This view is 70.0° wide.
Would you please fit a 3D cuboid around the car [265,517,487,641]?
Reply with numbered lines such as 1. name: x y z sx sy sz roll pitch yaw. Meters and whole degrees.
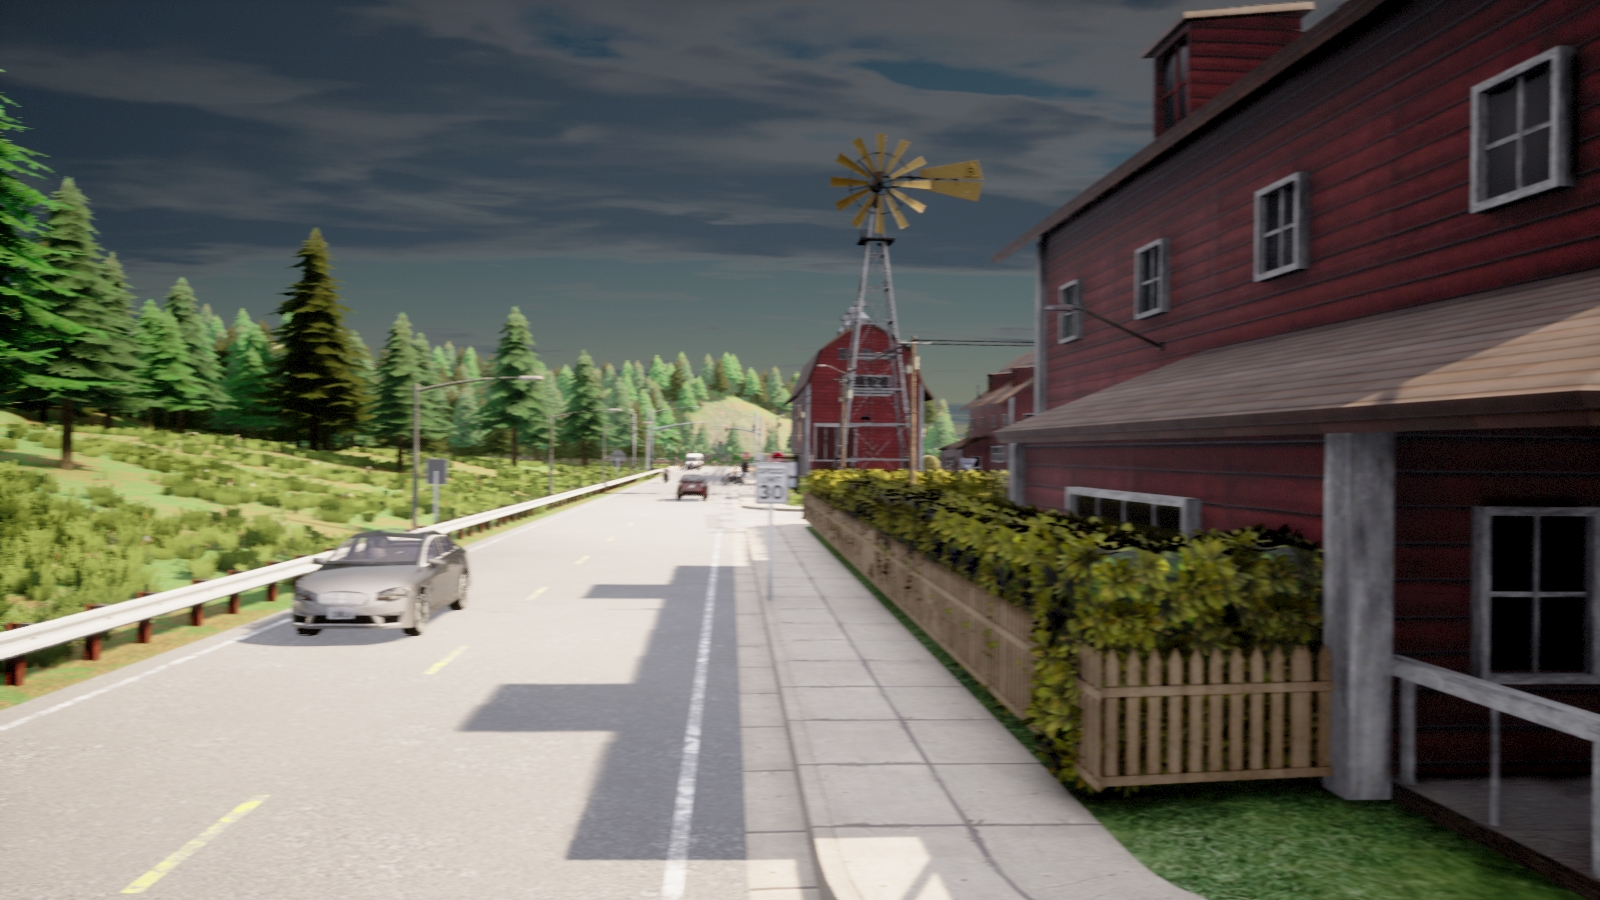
1. car: -6.824 2.022 19.047 2.128 1.511 4.902 1 0 -4

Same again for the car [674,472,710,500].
1. car: -6.453 2.140 68.781 2.007 1.525 4.514 1 0 -3
